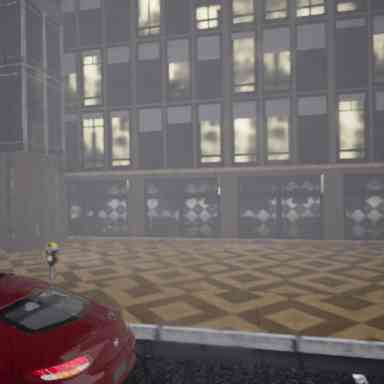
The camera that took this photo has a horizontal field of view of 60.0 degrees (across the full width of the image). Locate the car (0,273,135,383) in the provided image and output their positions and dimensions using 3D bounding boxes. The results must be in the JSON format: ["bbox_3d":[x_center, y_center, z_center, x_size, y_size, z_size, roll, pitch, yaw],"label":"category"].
[{"bbox_3d":[-2.730,1.614,3.699,4.206,1.307,1.802,-1,0,12],"label":"car"}]
